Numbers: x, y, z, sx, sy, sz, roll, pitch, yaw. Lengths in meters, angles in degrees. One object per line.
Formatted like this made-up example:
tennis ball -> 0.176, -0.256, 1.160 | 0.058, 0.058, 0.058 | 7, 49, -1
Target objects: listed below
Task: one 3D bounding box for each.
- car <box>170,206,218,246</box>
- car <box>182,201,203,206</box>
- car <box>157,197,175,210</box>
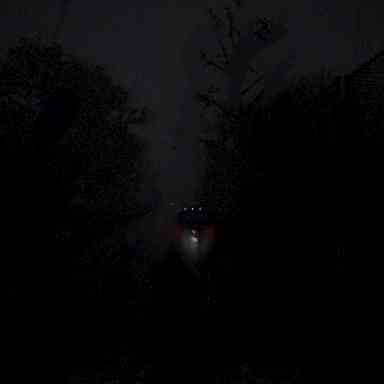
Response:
car -> 0.085, 1.533, 14.930 | 1.895, 1.301, 4.718 | 0, 0, 0
car -> 0.051, 1.463, 30.210 | 1.895, 1.301, 4.718 | 0, 0, 0
car -> -2.924, 1.347, 39.097 | 1.812, 1.442, 4.674 | 0, 0, 0
